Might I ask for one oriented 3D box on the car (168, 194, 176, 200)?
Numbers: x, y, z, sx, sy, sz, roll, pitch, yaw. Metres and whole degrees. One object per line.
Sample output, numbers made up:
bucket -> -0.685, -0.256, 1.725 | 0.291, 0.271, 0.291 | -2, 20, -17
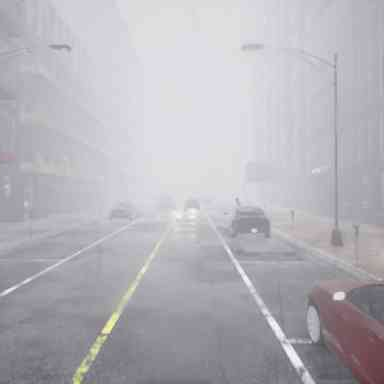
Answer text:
car -> -5.293, 1.265, 88.113 | 1.752, 1.417, 4.829 | 1, 0, 0

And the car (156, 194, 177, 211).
car -> -2.836, 1.237, 38.048 | 2.097, 1.767, 4.553 | 0, 0, 0

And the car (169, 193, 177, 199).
car -> -5.292, 1.164, 93.929 | 1.967, 1.590, 4.097 | 1, 0, 0

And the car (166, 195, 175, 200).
car -> -5.295, 1.337, 82.636 | 1.802, 1.307, 4.206 | 1, 0, 0

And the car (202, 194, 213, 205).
car -> 2.583, 1.388, 54.217 | 2.008, 1.369, 4.403 | 1, 0, 0

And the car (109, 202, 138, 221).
car -> -5.301, 1.471, 26.172 | 2.008, 1.369, 4.403 | 1, 0, 0

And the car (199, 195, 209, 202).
car -> 2.585, 1.338, 71.173 | 2.008, 1.369, 4.403 | 1, 0, 0

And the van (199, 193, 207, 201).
van -> 2.588, 1.112, 76.825 | 1.690, 1.788, 3.998 | 1, 0, 0

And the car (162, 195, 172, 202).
car -> -5.296, 1.369, 71.344 | 1.802, 1.307, 4.206 | 1, 0, 0

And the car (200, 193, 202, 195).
car -> 0.007, 1.345, 48.904 | 2.128, 1.511, 4.902 | 0, 0, 0

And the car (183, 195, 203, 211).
car -> 0.064, 1.391, 38.268 | 1.837, 1.490, 4.892 | 0, 0, 1

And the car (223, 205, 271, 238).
car -> 2.752, 1.454, 17.149 | 1.837, 1.490, 4.892 | 0, 0, 0

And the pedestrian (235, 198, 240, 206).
pedestrian -> 2.753, 1.233, 20.108 | 0.375, 1.860, 0.375 | 1, -1, 0

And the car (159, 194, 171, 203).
car -> -5.295, 1.244, 65.697 | 1.967, 1.590, 4.097 | 1, 0, 0

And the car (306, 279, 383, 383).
car -> 2.576, 1.534, 3.345 | 1.887, 1.381, 4.507 | 1, 0, 0

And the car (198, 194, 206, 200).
car -> 2.587, 1.284, 88.130 | 1.887, 1.381, 4.507 | 1, 0, 0

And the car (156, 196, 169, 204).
car -> -5.297, 1.386, 60.051 | 1.947, 1.339, 4.313 | 1, 0, 0
